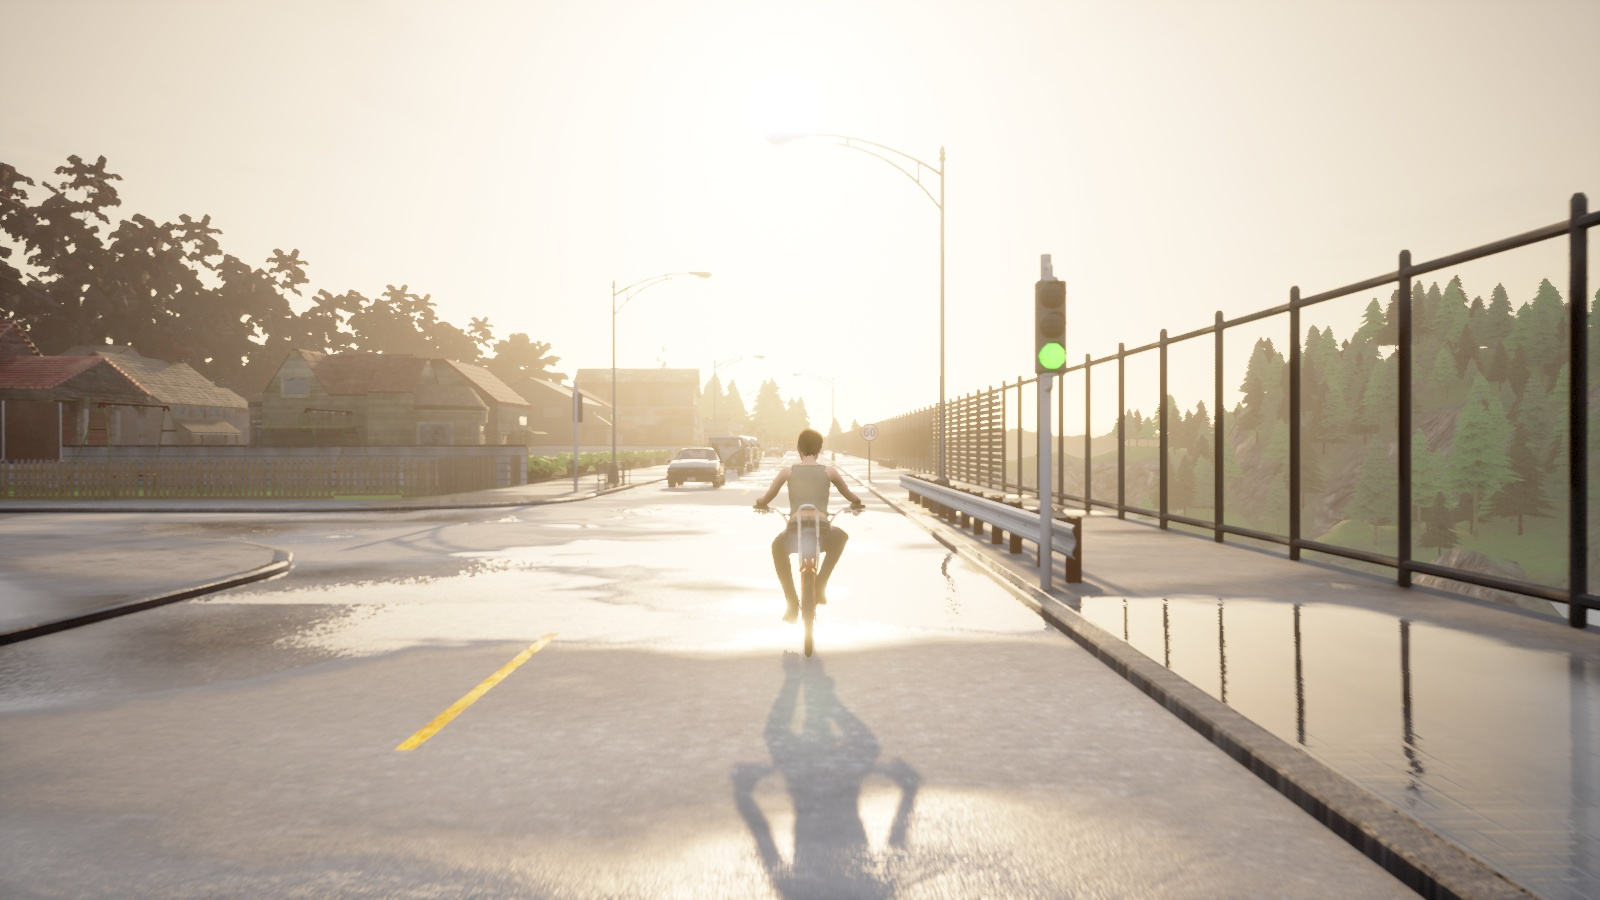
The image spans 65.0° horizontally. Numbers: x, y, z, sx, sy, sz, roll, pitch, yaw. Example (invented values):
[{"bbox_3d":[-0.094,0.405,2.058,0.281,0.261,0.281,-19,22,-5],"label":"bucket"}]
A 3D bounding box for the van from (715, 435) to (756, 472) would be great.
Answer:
[{"bbox_3d":[-3.578,0.191,70.530,2.069,2.038,4.480,0,0,0],"label":"van"}]

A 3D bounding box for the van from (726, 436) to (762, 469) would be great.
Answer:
[{"bbox_3d":[-3.529,0.155,79.753,2.069,2.038,4.480,0,0,0],"label":"van"}]

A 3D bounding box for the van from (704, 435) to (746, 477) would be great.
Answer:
[{"bbox_3d":[-3.631,0.256,61.344,1.775,1.987,4.442,0,0,0],"label":"van"}]

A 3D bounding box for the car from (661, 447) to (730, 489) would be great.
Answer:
[{"bbox_3d":[-3.720,0.612,45.730,2.033,1.411,5.357,0,0,0],"label":"car"}]

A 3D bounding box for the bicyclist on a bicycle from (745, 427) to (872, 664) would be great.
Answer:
[{"bbox_3d":[0.066,0.647,9.288,0.866,1.612,1.509,0,0,1],"label":"bicyclist on a bicycle"}]
